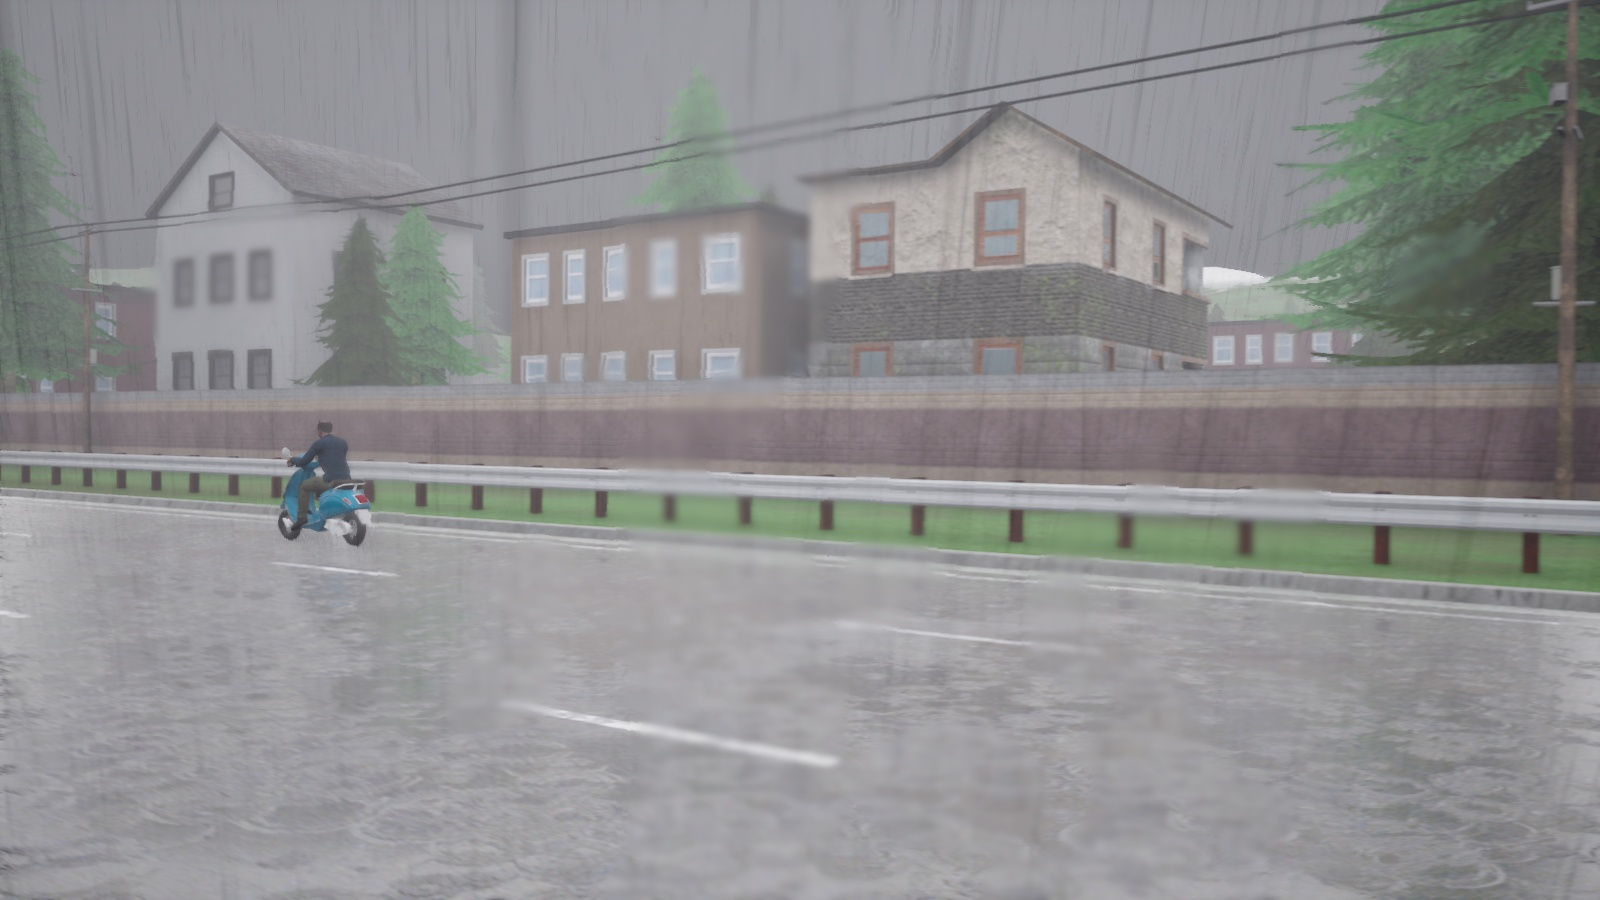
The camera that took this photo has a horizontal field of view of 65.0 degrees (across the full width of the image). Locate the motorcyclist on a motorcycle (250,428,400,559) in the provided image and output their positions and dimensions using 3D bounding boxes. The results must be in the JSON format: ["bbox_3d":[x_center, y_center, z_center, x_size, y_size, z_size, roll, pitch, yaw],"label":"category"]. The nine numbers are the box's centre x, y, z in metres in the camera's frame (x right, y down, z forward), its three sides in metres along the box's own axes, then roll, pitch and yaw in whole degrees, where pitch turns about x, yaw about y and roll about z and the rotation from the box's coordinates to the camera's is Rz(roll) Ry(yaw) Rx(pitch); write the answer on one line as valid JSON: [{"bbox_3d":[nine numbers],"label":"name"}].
[{"bbox_3d":[-6.087,0.521,16.070,1.817,1.590,0.866,0,1,34],"label":"motorcyclist on a motorcycle"}]
